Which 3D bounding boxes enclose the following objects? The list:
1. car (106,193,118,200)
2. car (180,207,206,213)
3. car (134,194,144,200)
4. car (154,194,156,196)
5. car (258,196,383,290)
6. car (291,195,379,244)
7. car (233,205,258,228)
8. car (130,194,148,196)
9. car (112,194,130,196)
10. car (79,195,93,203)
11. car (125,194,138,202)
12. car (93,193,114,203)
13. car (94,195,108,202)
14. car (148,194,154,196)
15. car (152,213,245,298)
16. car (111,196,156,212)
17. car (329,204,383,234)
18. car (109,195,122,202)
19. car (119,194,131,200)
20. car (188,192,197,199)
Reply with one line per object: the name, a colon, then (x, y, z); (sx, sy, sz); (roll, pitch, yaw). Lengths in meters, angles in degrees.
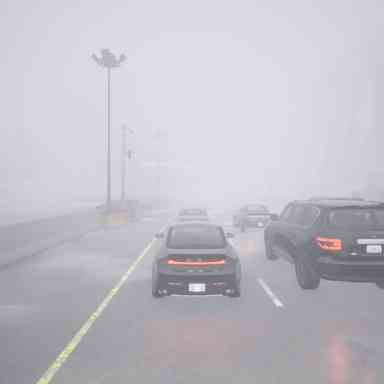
car: (-20.966, 1.168, 87.061); (2.097, 1.767, 4.553); (0, 1, 0)
car: (0.064, 1.547, 18.682); (2.033, 1.411, 5.357); (0, 0, 0)
car: (-13.965, 1.309, 87.266); (1.837, 1.490, 4.892); (0, 1, 0)
car: (-10.464, 1.285, 87.439); (1.882, 1.535, 5.008); (0, 1, 0)
car: (3.584, 1.221, 9.261); (2.150, 2.045, 5.566); (0, 0, 0)
car: (7.063, 1.221, 17.260); (2.150, 2.045, 5.566); (0, 0, 0)
car: (3.567, 1.491, 19.820); (2.128, 1.511, 4.902); (0, 0, 0)
car: (-10.592, 1.485, 66.607); (1.812, 1.442, 4.674); (0, 0, 0)
car: (-14.092, 1.523, 66.619); (1.994, 1.385, 4.181); (0, 0, 0)
car: (-21.090, 1.452, 66.904); (1.882, 1.535, 5.008); (0, 0, 0)
car: (-14.031, 1.268, 76.868); (2.097, 1.767, 4.553); (0, 0, 0)
car: (-17.592, 1.311, 66.660); (2.097, 1.767, 4.553); (0, 0, 0)
car: (-21.032, 1.467, 76.763); (1.994, 1.385, 4.181); (0, 0, 0)
car: (-10.530, 1.389, 77.009); (1.882, 1.535, 5.008); (0, 0, 0)
car: (0.084, 1.505, 8.519); (1.837, 1.490, 4.892); (0, 0, 0)
car: (-6.986, 1.509, 38.760); (4.892, 1.490, 1.837); (0, 0, -14)
car: (10.566, 1.547, 20.561); (2.033, 1.411, 5.357); (0, 0, 0)
car: (-17.533, 1.468, 76.521); (1.994, 1.385, 4.181); (0, 0, 0)
car: (-17.467, 1.355, 86.879); (2.033, 1.411, 5.357); (0, 1, 0)
car: (0.088, 0.917, 95.549); (2.150, 2.045, 5.566); (0, 1, 0)
